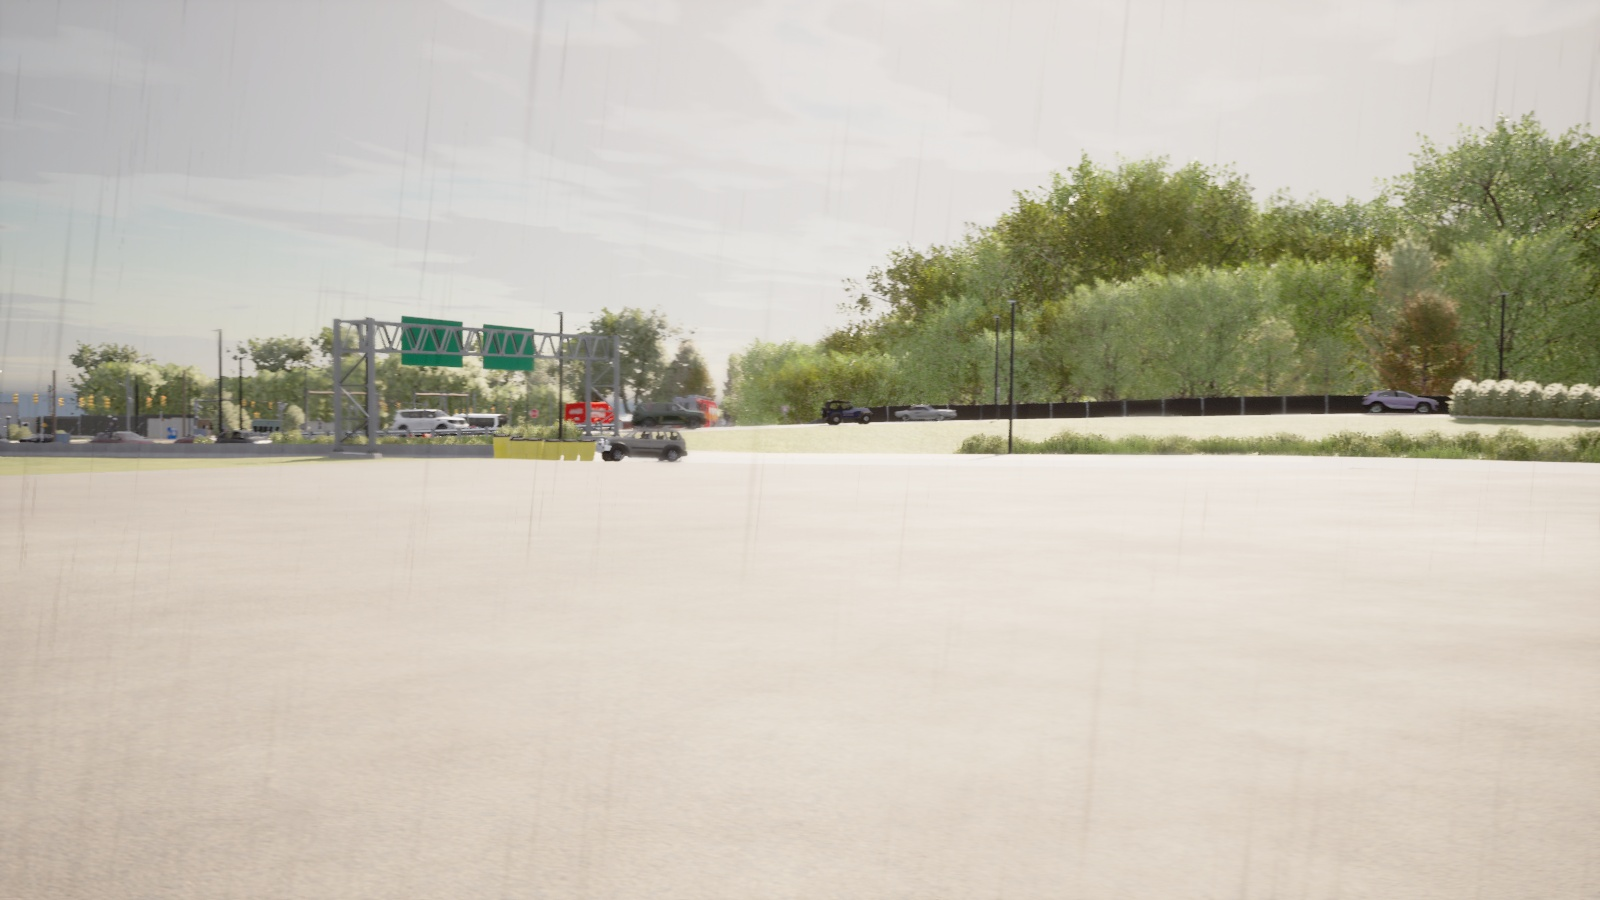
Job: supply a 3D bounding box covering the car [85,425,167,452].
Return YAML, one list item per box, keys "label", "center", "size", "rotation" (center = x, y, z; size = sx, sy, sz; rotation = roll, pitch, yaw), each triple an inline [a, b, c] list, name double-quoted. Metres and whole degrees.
- label: "car"
  center: [-43.337, -0.734, 80.739]
  size: [4.856, 1.649, 2.033]
  rotation: [1, 2, 23]

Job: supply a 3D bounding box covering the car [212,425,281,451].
- label: "car"
  center: [-35.809, -0.780, 81.288]
  size: [3.988, 1.617, 1.851]
  rotation: [1, 2, 23]

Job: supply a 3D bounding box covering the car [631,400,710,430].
- label: "car"
  center: [-9.472, -2.549, 91.994]
  size: [5.566, 2.045, 2.150]
  rotation: [-2, 2, -10]

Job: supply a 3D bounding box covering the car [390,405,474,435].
- label: "car"
  center: [-27.012, -2.191, 92.189]
  size: [5.566, 2.045, 2.150]
  rotation: [-1, 1, 17]

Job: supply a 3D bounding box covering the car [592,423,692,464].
- label: "car"
  center: [-8.021, -0.311, 63.621]
  size: [4.605, 1.855, 1.932]
  rotation: [3, -1, -23]

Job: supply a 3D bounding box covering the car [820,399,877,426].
- label: "car"
  center: [3.644, -2.829, 94.694]
  size: [3.866, 1.878, 1.905]
  rotation: [-2, 2, -11]

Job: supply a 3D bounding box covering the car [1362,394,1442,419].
- label: "car"
  center: [41.728, -3.018, 87.088]
  size: [4.856, 1.649, 2.033]
  rotation: [2, 2, 26]
